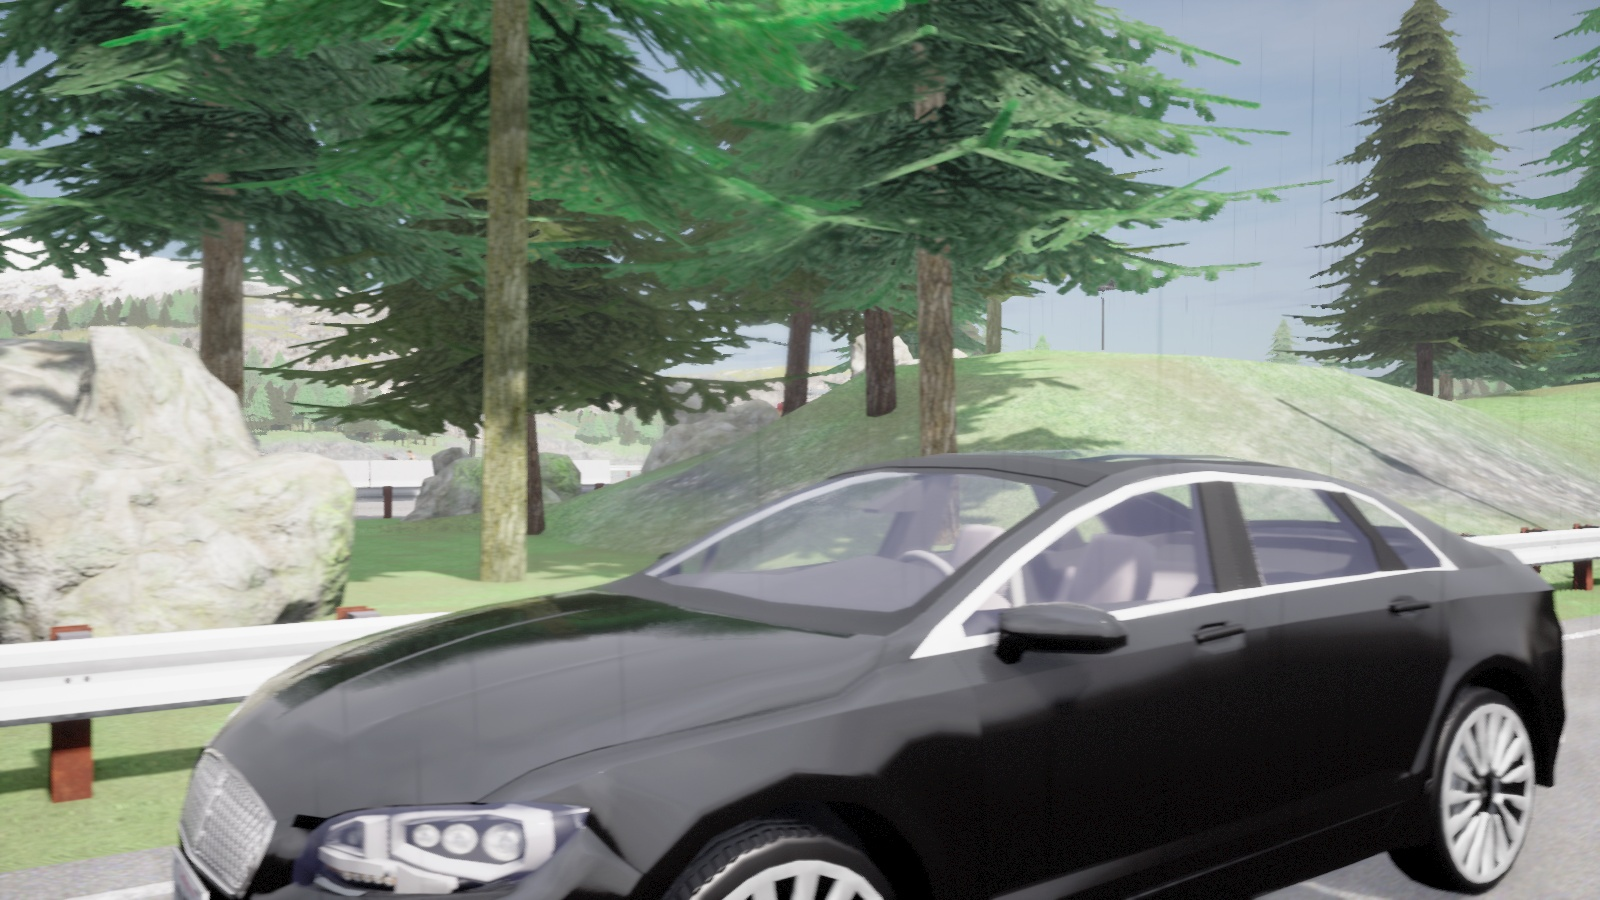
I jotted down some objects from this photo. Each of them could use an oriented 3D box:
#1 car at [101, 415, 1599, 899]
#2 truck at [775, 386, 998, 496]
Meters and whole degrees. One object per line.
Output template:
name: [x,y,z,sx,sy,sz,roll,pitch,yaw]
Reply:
car: [0.624,0.712,4.126,4.902,1.511,2.128,0,0,-35]
truck: [3.378,-0.296,47.449,8.468,3.827,2.891,0,0,-35]
